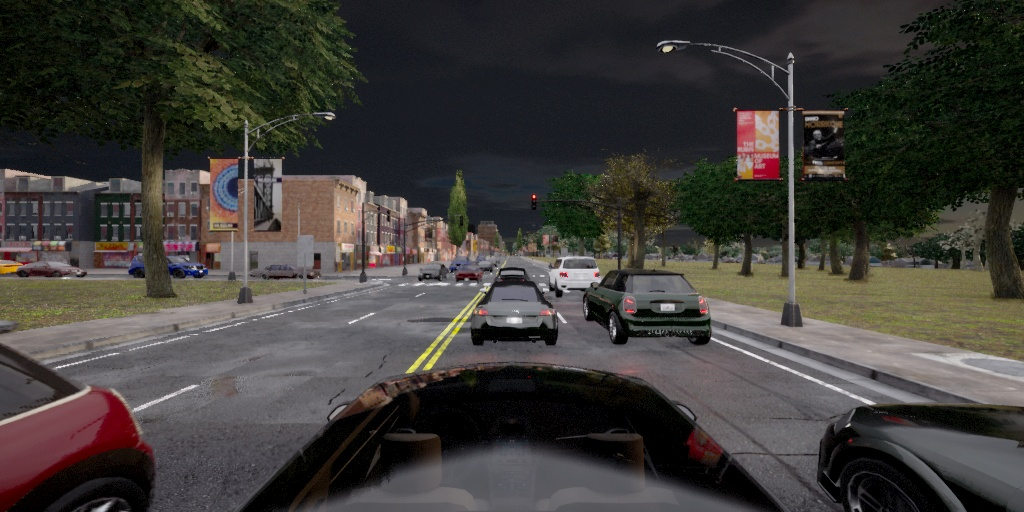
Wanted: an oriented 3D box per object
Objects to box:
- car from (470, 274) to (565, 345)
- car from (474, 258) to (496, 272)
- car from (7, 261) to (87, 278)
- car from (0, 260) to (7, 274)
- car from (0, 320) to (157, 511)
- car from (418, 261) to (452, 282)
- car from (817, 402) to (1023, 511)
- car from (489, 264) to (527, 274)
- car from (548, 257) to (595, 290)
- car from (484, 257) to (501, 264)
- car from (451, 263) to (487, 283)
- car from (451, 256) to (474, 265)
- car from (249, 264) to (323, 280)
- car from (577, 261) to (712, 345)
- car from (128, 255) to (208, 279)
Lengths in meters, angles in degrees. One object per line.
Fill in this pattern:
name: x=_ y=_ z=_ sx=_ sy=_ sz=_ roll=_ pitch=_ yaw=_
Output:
car: x=0.061 y=1.332 z=9.539 sx=1.994 sy=1.385 sz=4.181 roll=0 pitch=0 yaw=0
car: x=-3.422 y=1.339 z=46.139 sx=1.882 sy=1.535 sz=5.008 roll=0 pitch=0 yaw=0
car: x=-39.741 y=1.194 z=30.960 sx=4.674 sy=1.442 sz=1.812 roll=0 pitch=0 yaw=0
car: x=-48.963 y=1.118 z=33.837 sx=5.008 sy=1.535 sz=1.882 roll=0 pitch=0 yaw=0
car: x=-3.347 y=1.102 z=0.324 sx=2.097 sy=1.767 sz=4.553 roll=0 pitch=0 yaw=0
car: x=-6.654 y=1.390 z=30.664 sx=1.837 sy=1.490 sz=4.892 roll=0 pitch=0 yaw=0
car: x=3.341 y=1.314 z=1.008 sx=1.994 sy=1.385 sz=4.181 roll=0 pitch=0 yaw=0
car: x=0.014 y=1.331 z=18.451 sx=1.837 sy=1.490 sz=4.892 roll=0 pitch=0 yaw=0
car: x=3.264 y=1.054 z=19.449 sx=2.150 sy=2.045 sz=5.566 roll=0 pitch=0 yaw=0
car: x=-3.432 y=1.248 z=61.773 sx=1.837 sy=1.490 sz=4.892 roll=0 pitch=0 yaw=0
car: x=-3.399 y=1.479 z=29.139 sx=1.895 sy=1.301 sz=4.718 roll=0 pitch=0 yaw=0
car: x=-6.679 y=1.077 z=47.071 sx=2.150 sy=2.045 sz=5.566 roll=0 pitch=0 yaw=0
car: x=-19.426 y=1.383 z=30.929 sx=5.357 sy=1.411 sz=2.033 roll=1 pitch=0 yaw=-3
car: x=3.313 y=1.121 z=9.736 sx=2.097 sy=1.767 sz=4.553 roll=0 pitch=0 yaw=0
car: x=-29.613 y=0.963 z=30.962 sx=5.566 sy=2.045 sz=2.150 roll=0 pitch=0 yaw=0
